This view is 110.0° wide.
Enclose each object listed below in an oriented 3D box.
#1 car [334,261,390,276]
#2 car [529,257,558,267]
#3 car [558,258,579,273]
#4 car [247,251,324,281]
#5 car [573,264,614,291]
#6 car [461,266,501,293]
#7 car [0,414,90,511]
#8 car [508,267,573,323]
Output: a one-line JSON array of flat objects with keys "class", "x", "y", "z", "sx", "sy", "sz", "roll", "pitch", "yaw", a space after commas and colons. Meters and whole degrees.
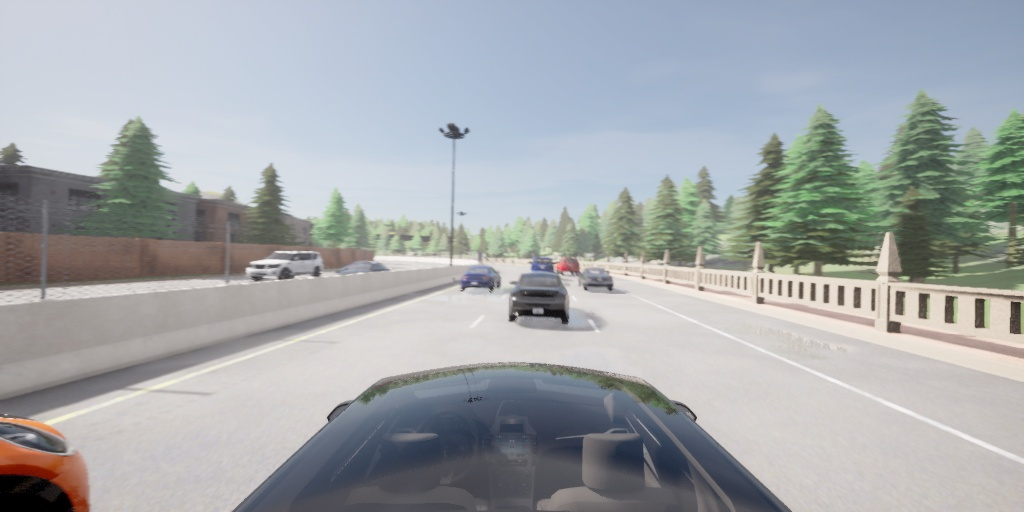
[{"class": "car", "x": -8.943, "y": 1.110, "z": 21.812, "sx": 1.812, "sy": 1.442, "sz": 4.674, "roll": 1, "pitch": 0, "yaw": 5}, {"class": "car", "x": 2.827, "y": 1.133, "z": 33.851, "sx": 2.150, "sy": 2.045, "sz": 5.566, "roll": 1, "pitch": 0, "yaw": 4}, {"class": "car", "x": 6.543, "y": 1.246, "z": 42.471, "sx": 2.150, "sy": 2.045, "sz": 5.566, "roll": 1, "pitch": -1, "yaw": -1}, {"class": "car", "x": -15.647, "y": 0.648, "z": 25.232, "sx": 2.150, "sy": 2.045, "sz": 5.566, "roll": 1, "pitch": 0, "yaw": 5}, {"class": "car", "x": 5.525, "y": 1.499, "z": 24.082, "sx": 2.033, "sy": 1.411, "sz": 5.357, "roll": 1, "pitch": 0, "yaw": 5}, {"class": "car", "x": -1.767, "y": 1.287, "z": 21.153, "sx": 1.812, "sy": 1.442, "sz": 4.674, "roll": 1, "pitch": 0, "yaw": 5}, {"class": "car", "x": -3.666, "y": 1.005, "z": 0.232, "sx": 2.097, "sy": 1.767, "sz": 4.553, "roll": 1, "pitch": 0, "yaw": 5}, {"class": "car", "x": 0.955, "y": 1.309, "z": 12.445, "sx": 1.837, "sy": 1.490, "sz": 4.892, "roll": 1, "pitch": 0, "yaw": 5}]
